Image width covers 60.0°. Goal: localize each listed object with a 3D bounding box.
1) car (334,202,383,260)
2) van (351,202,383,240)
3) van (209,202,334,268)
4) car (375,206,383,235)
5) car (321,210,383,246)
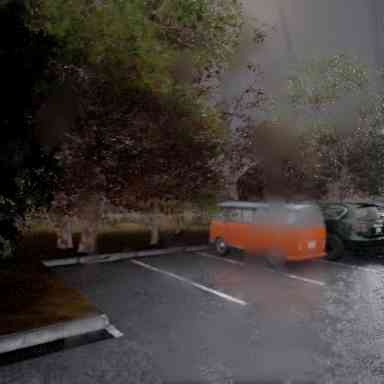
[{"bbox_3d":[4.812,1.404,13.544,2.435,2.045,5.566,1,-1,-36],"label":"car"},{"bbox_3d":[11.515,1.634,18.447,1.878,1.987,4.442,2,-1,-36],"label":"van"},{"bbox_3d":[2.408,1.372,11.935,1.878,1.987,4.442,1,-1,-36],"label":"van"},{"bbox_3d":[13.851,1.805,19.936,2.185,1.767,4.553,2,-1,-36],"label":"car"},{"bbox_3d":[9.329,1.790,16.732,2.231,1.521,4.892,2,-1,-36],"label":"car"}]
